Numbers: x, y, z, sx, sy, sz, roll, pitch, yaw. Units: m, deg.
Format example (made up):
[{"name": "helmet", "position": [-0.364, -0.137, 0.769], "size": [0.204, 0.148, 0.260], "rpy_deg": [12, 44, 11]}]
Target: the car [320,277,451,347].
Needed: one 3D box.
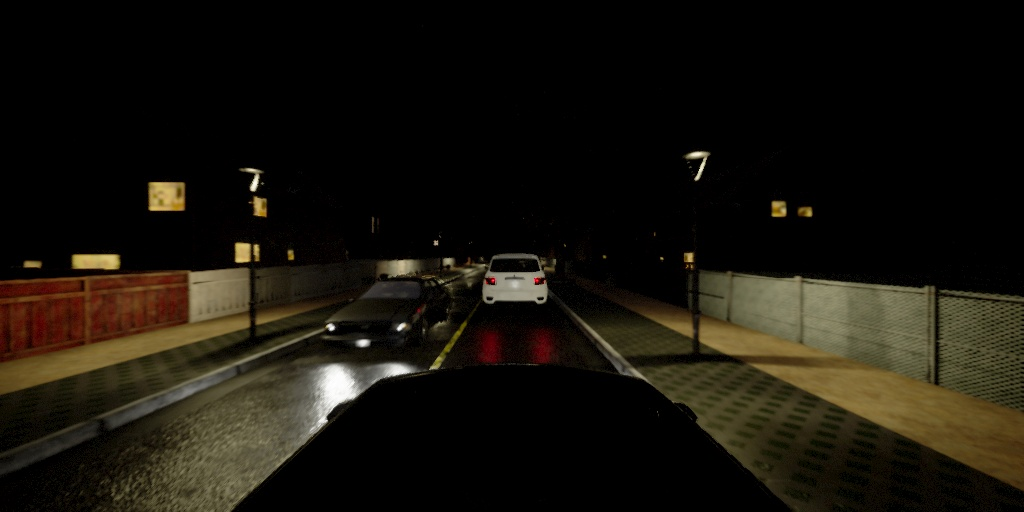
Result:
[{"name": "car", "position": [-2.852, 1.280, 9.526], "size": [2.033, 1.411, 5.357], "rpy_deg": [0, 0, 0]}]

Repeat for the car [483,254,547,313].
[{"name": "car", "position": [0.097, 0.945, 13.888], "size": [2.150, 2.045, 5.566], "rpy_deg": [0, 0, 0]}]
